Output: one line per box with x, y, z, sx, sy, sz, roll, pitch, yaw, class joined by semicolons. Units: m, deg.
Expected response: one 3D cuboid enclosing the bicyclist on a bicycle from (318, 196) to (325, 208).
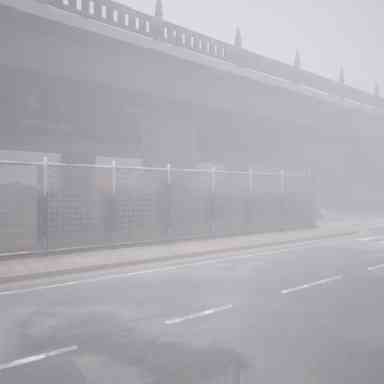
16.657;1.301;42.686;1.656;1.620;0.582;0;0;-36;bicyclist on a bicycle

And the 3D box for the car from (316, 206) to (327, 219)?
9.071;1.492;28.491;2.128;1.511;4.902;0;0;-36;car
